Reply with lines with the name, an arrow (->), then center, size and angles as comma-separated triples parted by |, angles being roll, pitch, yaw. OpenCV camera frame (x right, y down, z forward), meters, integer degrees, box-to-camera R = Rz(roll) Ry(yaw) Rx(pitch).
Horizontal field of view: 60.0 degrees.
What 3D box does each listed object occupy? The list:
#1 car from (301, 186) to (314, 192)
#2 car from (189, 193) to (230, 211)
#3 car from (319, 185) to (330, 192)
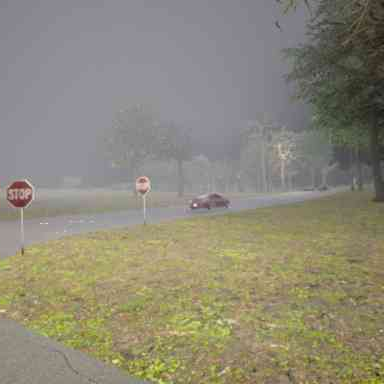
car -> 27.510, -0.654, 79.121 | 1.895, 1.301, 4.718 | -3, 1, 34
car -> 1.558, 0.838, 28.594 | 1.812, 1.442, 4.674 | -3, 0, 34
car -> 30.581, -0.887, 76.564 | 1.837, 1.490, 4.892 | -2, 1, 30
